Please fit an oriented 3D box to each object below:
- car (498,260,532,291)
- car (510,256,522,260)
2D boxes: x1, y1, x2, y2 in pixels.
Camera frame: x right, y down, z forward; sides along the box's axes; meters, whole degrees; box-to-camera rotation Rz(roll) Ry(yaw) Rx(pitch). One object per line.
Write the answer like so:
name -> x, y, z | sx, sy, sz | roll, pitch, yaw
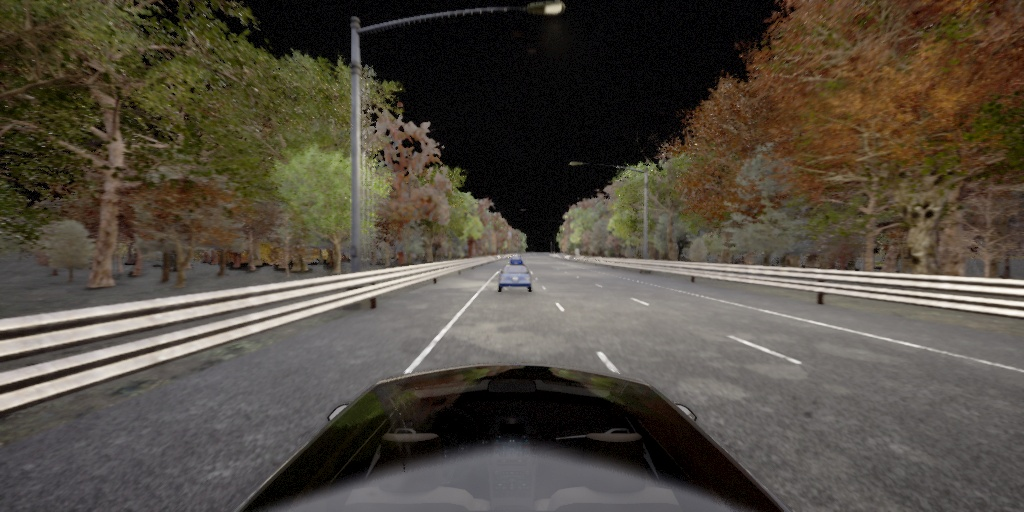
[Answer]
car -> 0.172, 1.131, 20.219 | 2.033, 1.411, 5.357 | 0, 1, 1
car -> 0.632, 0.766, 52.548 | 1.882, 1.535, 5.008 | 0, 1, 2
